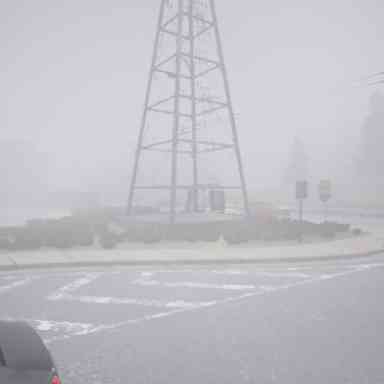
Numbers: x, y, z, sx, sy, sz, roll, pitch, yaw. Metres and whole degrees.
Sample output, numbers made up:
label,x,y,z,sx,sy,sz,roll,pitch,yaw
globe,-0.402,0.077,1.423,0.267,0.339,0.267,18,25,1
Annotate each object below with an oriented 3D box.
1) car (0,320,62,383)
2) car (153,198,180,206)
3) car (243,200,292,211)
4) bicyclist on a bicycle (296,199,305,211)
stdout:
label,x,y,z,sx,sy,sz,roll,pitch,yaw
car,-2.958,1.565,1.875,4.181,1.385,1.994,0,0,-35
car,-3.817,1.547,49.441,4.181,1.385,1.994,0,0,21
car,6.848,1.462,30.519,1.882,1.535,5.008,0,0,-34
bicyclist on a bicycle,11.734,1.384,35.822,1.656,1.620,0.582,-7,4,-34
